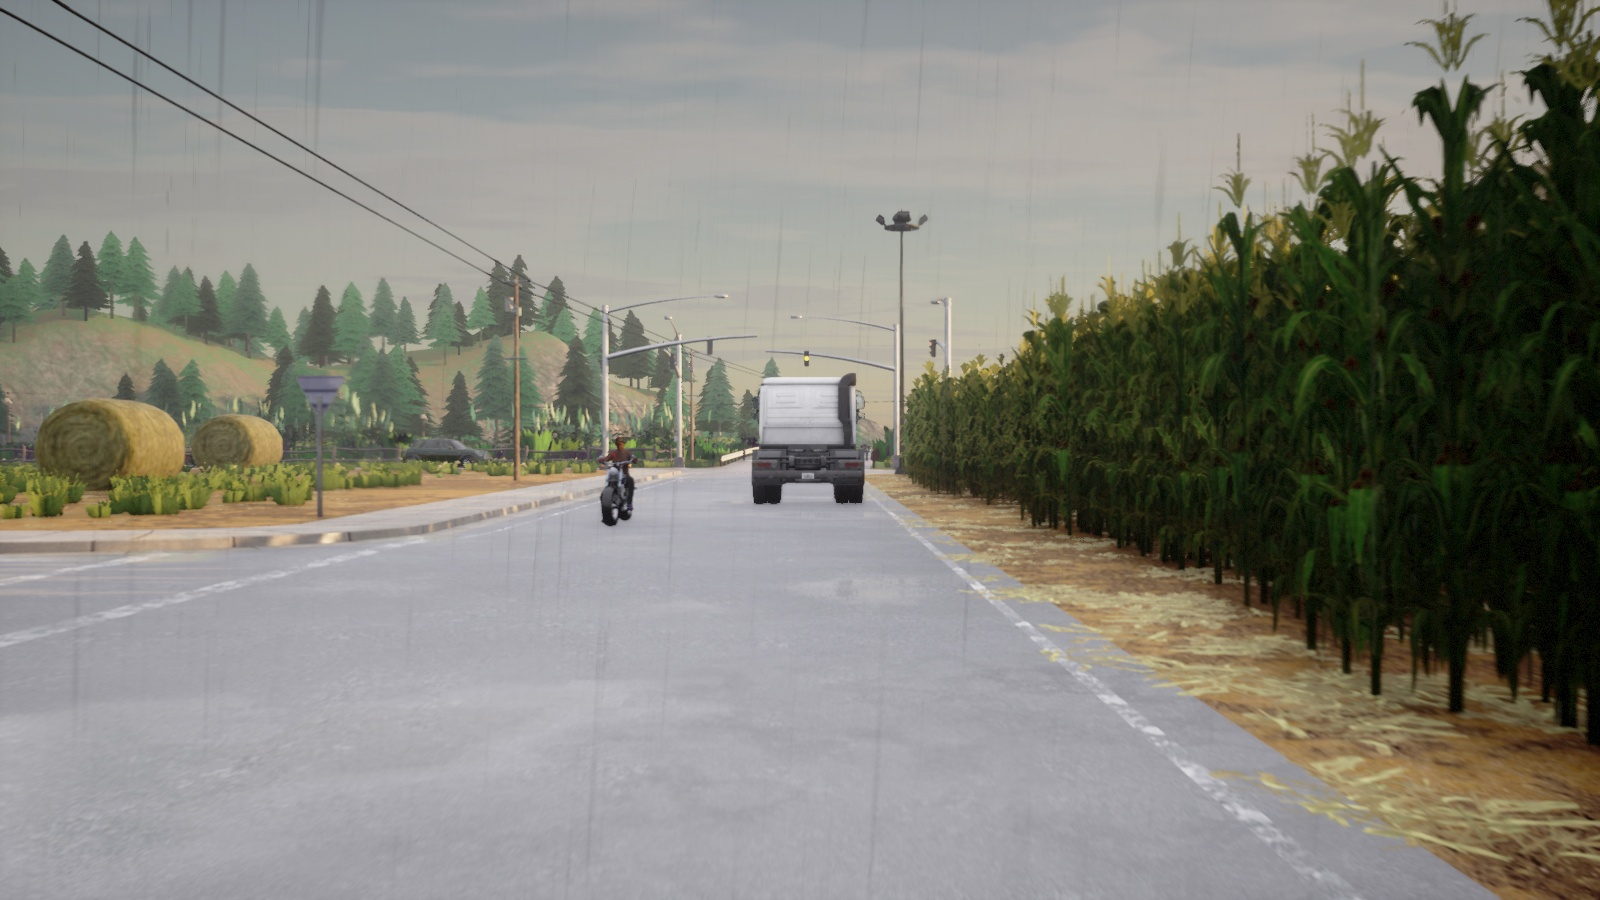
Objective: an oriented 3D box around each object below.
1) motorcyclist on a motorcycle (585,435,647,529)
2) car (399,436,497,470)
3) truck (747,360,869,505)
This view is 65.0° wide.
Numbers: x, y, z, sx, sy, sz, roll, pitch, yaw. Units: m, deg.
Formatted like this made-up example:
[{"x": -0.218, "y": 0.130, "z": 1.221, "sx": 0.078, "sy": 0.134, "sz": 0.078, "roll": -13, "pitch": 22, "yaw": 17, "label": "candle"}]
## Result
[{"x": -3.368, "y": 0.556, "z": 23.197, "sx": 0.766, "sy": 1.649, "sz": 2.350, "roll": 0, "pitch": 1, "yaw": 1, "label": "motorcyclist on a motorcycle"}, {"x": -18.663, "y": 0.158, "z": 66.738, "sx": 4.553, "sy": 1.767, "sz": 2.097, "roll": 0, "pitch": 0, "yaw": 3, "label": "car"}, {"x": 0.208, "y": -0.437, "z": 33.861, "sx": 2.891, "sy": 3.462, "sz": 7.936, "roll": 0, "pitch": 0, "yaw": 0, "label": "truck"}]
